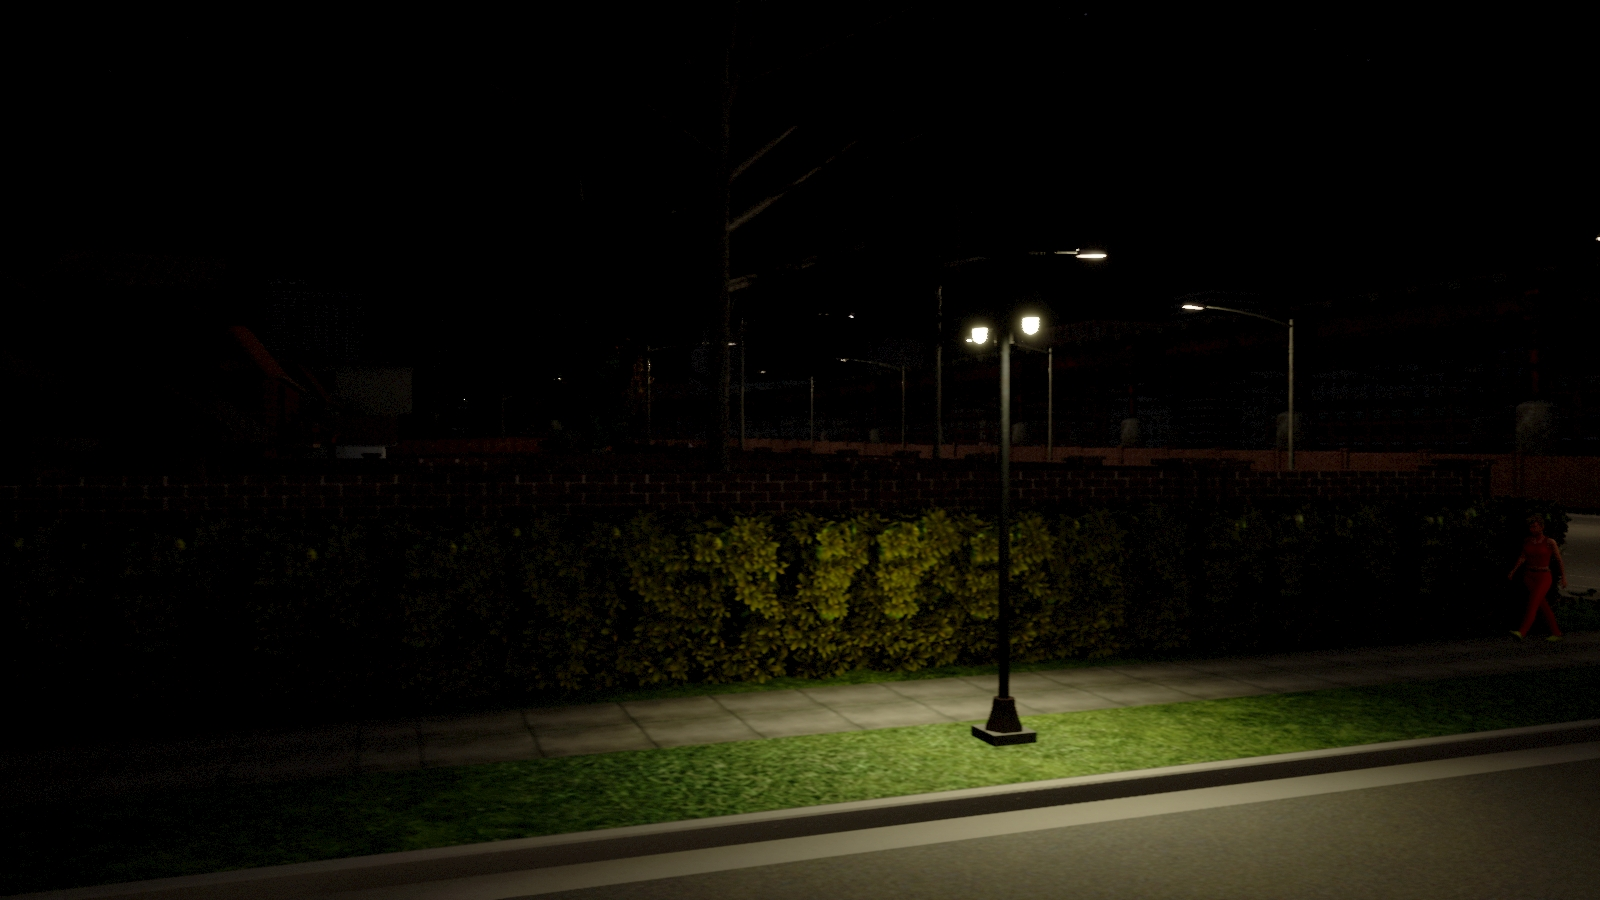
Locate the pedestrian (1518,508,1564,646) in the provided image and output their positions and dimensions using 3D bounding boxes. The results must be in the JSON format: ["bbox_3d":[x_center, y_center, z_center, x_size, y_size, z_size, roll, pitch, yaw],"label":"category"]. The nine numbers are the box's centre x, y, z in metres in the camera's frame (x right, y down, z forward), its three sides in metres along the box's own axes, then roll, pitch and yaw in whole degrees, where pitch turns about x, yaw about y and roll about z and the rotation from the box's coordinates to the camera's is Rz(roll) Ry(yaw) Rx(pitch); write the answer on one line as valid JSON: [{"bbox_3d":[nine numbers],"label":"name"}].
[{"bbox_3d":[10.237,1.740,15.792,0.375,1.860,0.375,0,0,-20],"label":"pedestrian"}]
